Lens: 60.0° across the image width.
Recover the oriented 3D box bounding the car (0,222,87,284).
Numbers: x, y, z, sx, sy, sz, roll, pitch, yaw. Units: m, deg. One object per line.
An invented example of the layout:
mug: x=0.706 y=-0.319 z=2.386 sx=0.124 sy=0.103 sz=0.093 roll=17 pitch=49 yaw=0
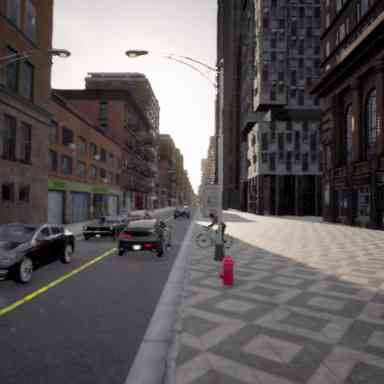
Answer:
car: x=-5.293 y=1.728 z=10.439 sx=2.128 sy=1.511 sz=4.902 roll=1 pitch=-2 yaw=1

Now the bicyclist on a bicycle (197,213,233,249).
bicyclist on a bicycle: x=1.047 y=1.791 z=15.245 sx=1.656 sy=1.620 sz=0.582 roll=1 pitch=-2 yaw=1

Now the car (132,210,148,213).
car: x=-4.856 y=2.371 z=30.411 sx=1.812 sy=1.442 sz=4.674 roll=1 pitch=-2 yaw=2

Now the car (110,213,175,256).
car: x=-2.039 y=1.940 z=15.178 sx=1.837 sy=1.490 sz=4.892 roll=1 pitch=-2 yaw=2

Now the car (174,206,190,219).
car: x=-1.337 y=2.722 z=45.846 sx=2.097 sy=1.767 sz=4.553 roll=1 pitch=-2 yaw=1

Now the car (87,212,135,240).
car: x=-5.085 y=2.139 z=20.352 sx=1.895 sy=1.301 sz=4.718 roll=1 pitch=-2 yaw=1
